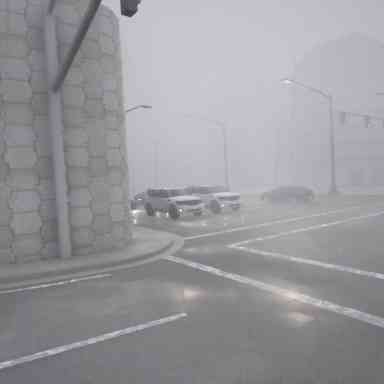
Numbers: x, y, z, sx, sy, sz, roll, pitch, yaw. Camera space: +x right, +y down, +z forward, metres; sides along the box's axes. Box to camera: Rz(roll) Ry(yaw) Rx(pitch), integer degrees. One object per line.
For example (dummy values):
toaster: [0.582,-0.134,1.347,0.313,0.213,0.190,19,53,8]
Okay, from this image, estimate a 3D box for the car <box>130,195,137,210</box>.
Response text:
car: [-6.867,1.001,31.330,1.994,1.385,4.181,-5,3,-35]

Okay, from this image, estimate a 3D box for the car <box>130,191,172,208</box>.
car: [-4.217,0.692,33.629,2.128,1.511,4.902,-5,3,-35]

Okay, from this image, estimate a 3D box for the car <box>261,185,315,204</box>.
car: [8.107,0.223,28.648,1.837,1.490,4.892,-5,3,-35]

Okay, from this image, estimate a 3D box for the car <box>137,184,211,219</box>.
car: [-1.445,0.661,23.630,2.150,2.045,5.566,-5,3,-35]

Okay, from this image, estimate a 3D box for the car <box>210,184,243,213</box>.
car: [1.400,0.425,25.654,2.150,2.045,5.566,-5,3,-35]
